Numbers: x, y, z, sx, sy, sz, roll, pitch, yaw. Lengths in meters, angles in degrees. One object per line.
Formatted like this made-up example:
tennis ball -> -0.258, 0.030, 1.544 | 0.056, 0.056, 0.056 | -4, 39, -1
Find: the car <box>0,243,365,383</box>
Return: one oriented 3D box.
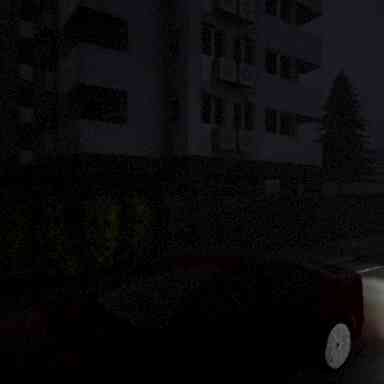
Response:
car -> 0.104, 1.468, 4.059 | 5.008, 1.535, 1.882 | 0, 0, -35
